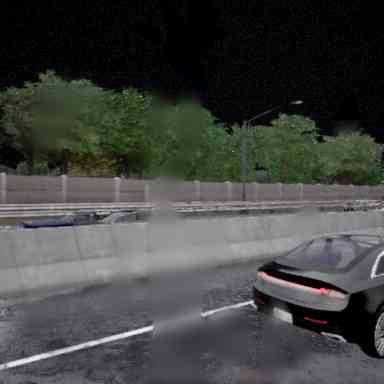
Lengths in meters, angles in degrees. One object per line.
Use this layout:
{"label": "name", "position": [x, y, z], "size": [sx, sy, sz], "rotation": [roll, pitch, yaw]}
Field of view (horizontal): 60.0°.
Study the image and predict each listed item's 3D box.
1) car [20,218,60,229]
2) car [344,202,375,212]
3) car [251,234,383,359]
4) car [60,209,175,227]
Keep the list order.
{"label": "car", "position": [-6.044, 1.635, 16.877], "size": [4.718, 1.301, 1.895], "rotation": [1, 0, -36]}
{"label": "car", "position": [19.980, 1.830, 39.717], "size": [4.181, 1.385, 1.994], "rotation": [1, 0, -35]}
{"label": "car", "position": [3.252, 1.536, 6.067], "size": [4.902, 1.511, 2.128], "rotation": [1, 0, -36]}
{"label": "car", "position": [-2.956, 1.550, 14.782], "size": [4.892, 1.490, 1.837], "rotation": [1, -1, -35]}
